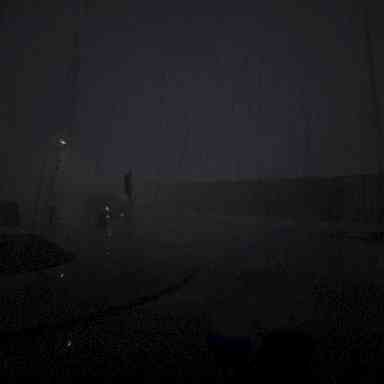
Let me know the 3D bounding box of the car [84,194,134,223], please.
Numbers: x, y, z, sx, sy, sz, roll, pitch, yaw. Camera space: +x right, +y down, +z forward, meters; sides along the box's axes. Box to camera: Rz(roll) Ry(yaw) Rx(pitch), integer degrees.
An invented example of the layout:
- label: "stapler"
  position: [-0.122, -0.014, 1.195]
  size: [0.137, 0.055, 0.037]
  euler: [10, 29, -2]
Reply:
- label: "car"
  position: [-6.415, 1.207, 25.096]
  size: [2.150, 2.045, 5.566]
  euler: [0, 1, -36]

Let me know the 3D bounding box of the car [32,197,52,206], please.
- label: "car"
  position: [-20.028, 1.482, 44.268]
  size: [2.128, 1.511, 4.902]
  euler: [0, 0, -35]
